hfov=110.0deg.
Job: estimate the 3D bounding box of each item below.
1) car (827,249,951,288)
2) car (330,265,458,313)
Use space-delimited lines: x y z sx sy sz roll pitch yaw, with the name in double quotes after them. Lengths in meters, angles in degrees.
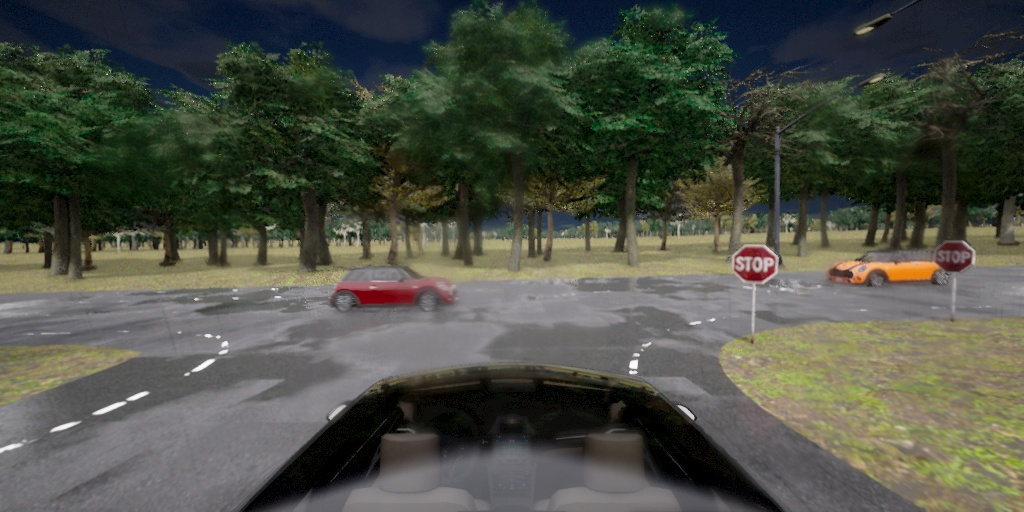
18.281 0.530 17.563 4.553 1.767 2.097 -2 3 0 "car"
-4.431 1.143 13.882 4.553 1.767 2.097 -2 2 -1 "car"
